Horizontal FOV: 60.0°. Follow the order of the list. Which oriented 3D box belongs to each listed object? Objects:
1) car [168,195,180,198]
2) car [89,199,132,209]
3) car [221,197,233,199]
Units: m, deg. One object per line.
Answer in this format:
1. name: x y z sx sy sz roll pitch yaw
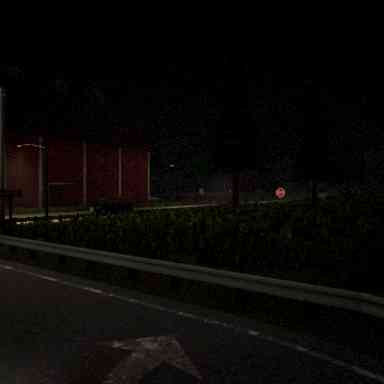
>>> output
1. car: -4.718 1.532 85.619 1.816 1.474 4.193 0 0 36
2. car: -8.392 1.518 34.506 2.128 1.511 4.902 0 0 36
3. car: 5.526 1.504 53.304 1.882 1.535 5.008 0 0 37
